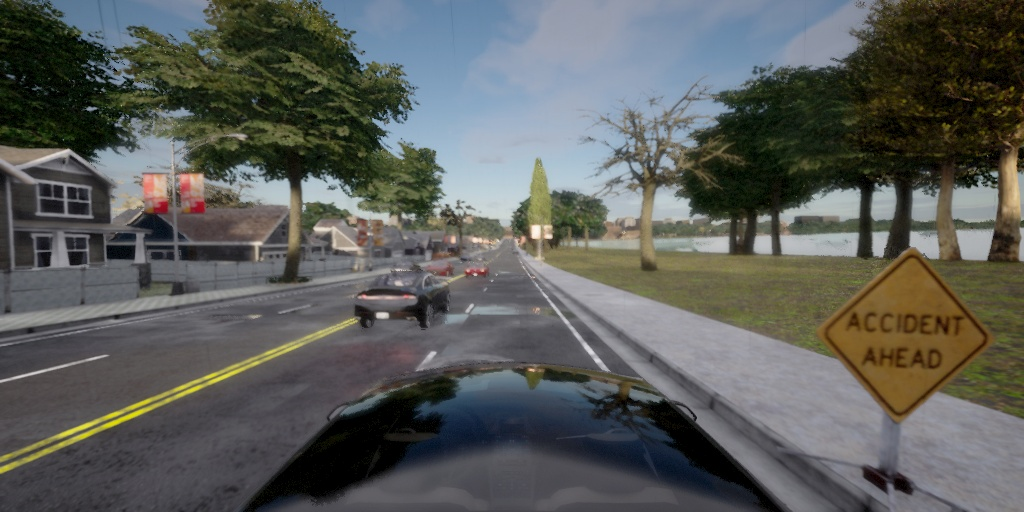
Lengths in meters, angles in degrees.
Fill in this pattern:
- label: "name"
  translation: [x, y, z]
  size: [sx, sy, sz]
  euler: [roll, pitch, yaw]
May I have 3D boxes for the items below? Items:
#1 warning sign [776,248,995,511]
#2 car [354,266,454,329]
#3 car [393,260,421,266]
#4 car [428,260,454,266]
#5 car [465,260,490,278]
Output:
- label: "warning sign"
  translation: [2.849, 0.865, 2.733]
  size: [1.300, 1.860, 1.060]
  euler: [0, 0, 0]
- label: "car"
  translation: [-3.145, 1.234, 11.175]
  size: [2.128, 1.511, 4.902]
  euler: [0, 0, 0]
- label: "car"
  translation: [-9.775, 1.158, 33.300]
  size: [2.128, 1.511, 4.902]
  euler: [0, 0, 0]
- label: "car"
  translation: [-6.526, 1.147, 32.872]
  size: [1.882, 1.535, 5.008]
  euler: [0, 0, 0]
- label: "car"
  translation: [-3.082, 1.272, 32.714]
  size: [1.895, 1.301, 4.718]
  euler: [0, 0, 0]
